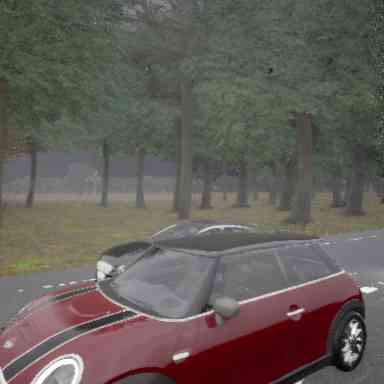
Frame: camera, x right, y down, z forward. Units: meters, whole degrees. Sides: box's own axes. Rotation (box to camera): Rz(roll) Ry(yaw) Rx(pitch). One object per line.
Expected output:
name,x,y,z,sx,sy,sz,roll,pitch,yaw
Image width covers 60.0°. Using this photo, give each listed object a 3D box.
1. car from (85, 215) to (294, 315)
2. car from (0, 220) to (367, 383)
car,0.105,1.491,8.358,4.902,1.511,2.128,0,0,-35
car,0.100,1.351,4.061,4.553,1.767,2.097,0,0,-35
